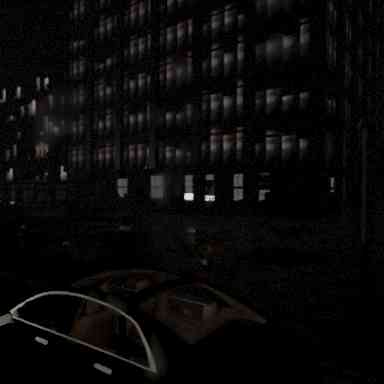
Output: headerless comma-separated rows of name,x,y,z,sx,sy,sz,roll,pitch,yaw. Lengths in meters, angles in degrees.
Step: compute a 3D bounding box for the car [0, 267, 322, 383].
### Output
car,-0.904,1.558,3.713,4.403,1.369,2.008,0,0,37
